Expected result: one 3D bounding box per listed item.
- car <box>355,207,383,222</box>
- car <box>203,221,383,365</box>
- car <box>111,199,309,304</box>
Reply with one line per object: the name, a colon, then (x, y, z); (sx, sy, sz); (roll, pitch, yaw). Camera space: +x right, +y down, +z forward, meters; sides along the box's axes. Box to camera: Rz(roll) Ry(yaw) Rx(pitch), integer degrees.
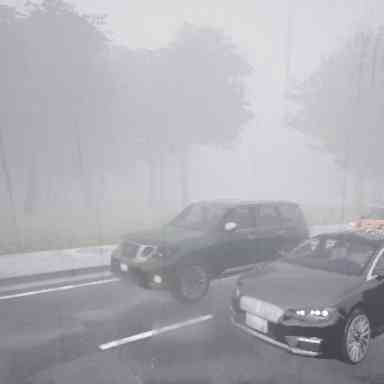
car: (8.637, 1.449, 14.465); (4.553, 1.767, 2.097); (1, 0, -37)
car: (2.822, 1.519, 5.950); (4.902, 1.511, 2.128); (1, 0, -37)
car: (0.801, 1.216, 8.497); (5.566, 2.045, 2.150); (1, 0, -38)
